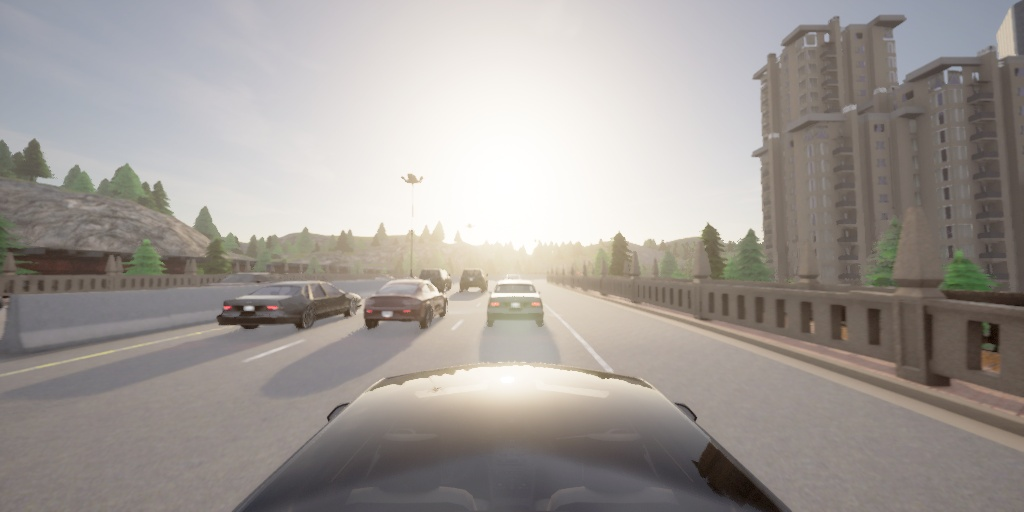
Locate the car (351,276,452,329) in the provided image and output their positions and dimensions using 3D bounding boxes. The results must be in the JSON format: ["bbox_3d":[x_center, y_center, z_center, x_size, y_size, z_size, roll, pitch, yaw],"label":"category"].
[{"bbox_3d":[-3.415,1.513,12.105,1.812,1.442,4.674,0,-2,0],"label":"car"}]

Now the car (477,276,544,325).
[{"bbox_3d":[0.098,1.566,12.809,2.033,1.411,5.357,0,-3,0],"label":"car"}]

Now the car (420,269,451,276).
[{"bbox_3d":[-6.905,2.191,32.556,2.150,2.045,5.566,0,-3,0],"label":"car"}]

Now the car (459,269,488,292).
[{"bbox_3d":[-3.404,2.192,32.574,2.150,2.045,5.566,0,-3,0],"label":"car"}]

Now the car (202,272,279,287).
[{"bbox_3d":[-14.102,1.664,18.995,2.097,1.767,4.553,0,-3,0],"label":"car"}]

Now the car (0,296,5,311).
[{"bbox_3d":[-17.602,1.383,9.648,2.128,1.511,4.902,0,-2,0],"label":"car"}]

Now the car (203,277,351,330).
[{"bbox_3d":[-6.902,1.527,11.915,2.033,1.411,5.357,0,-2,0],"label":"car"}]
